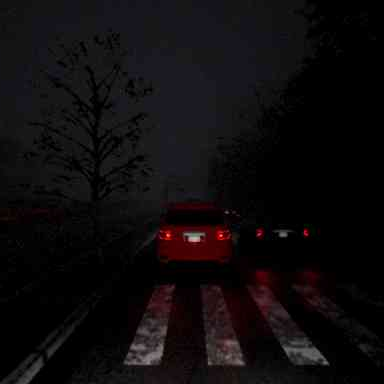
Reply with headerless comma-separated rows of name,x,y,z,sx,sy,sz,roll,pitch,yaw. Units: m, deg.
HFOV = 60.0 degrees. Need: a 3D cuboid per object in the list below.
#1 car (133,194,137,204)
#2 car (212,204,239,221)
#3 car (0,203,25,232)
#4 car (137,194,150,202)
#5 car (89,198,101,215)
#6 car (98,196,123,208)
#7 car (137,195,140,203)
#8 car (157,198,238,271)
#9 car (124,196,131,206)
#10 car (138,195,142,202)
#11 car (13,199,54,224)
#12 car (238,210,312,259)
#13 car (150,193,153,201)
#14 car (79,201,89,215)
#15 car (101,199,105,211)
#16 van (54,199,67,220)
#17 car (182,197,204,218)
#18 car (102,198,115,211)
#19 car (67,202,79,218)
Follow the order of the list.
car,-13.815,1.772,65.499,4.553,1.767,2.185,-1,0,-20
car,3.100,1.907,31.970,2.033,1.411,5.357,0,0,0
car,-13.704,1.723,20.794,5.366,1.575,1.946,-1,-1,-20
car,-13.804,1.898,83.496,4.792,1.488,2.163,-1,0,-20
car,-13.692,1.893,38.704,5.366,1.575,1.946,-1,-1,-20
car,-13.884,1.671,50.560,5.566,2.045,2.435,-1,0,-20
car,-13.836,1.934,68.472,4.674,1.452,2.002,-1,0,-20
car,0.078,1.341,11.443,2.150,2.045,5.566,0,0,0
car,-13.829,1.662,56.556,5.566,2.045,2.435,-1,0,-20
car,-13.813,1.918,71.490,4.792,1.488,2.163,-1,0,-20
car,-13.846,1.675,26.704,4.553,1.767,2.185,-1,0,-20
car,3.085,1.491,13.324,2.097,1.767,4.553,0,-1,0
car,-13.997,1.856,89.420,5.366,1.575,1.946,-1,0,-20
car,-13.893,1.913,35.635,4.792,1.488,2.163,-1,0,-20
car,-13.834,1.940,41.631,4.792,1.488,2.163,-1,-1,-20
van,-13.766,1.607,29.732,4.442,1.987,1.878,-1,-1,-20
car,0.104,1.611,35.893,2.150,2.045,5.566,0,0,0
car,-13.853,1.961,47.588,4.674,1.452,2.002,-1,0,-20
car,-13.863,1.899,32.662,4.674,1.452,2.002,-1,0,-20
